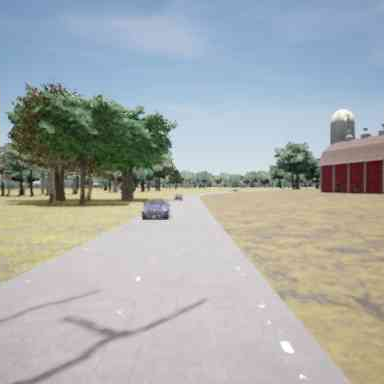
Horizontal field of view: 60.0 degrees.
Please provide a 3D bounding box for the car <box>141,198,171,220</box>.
[{"bbox_3d":[-2.854,1.288,27.350,2.097,1.767,4.553,0,0,0],"label":"car"}]

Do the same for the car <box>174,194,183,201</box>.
[{"bbox_3d":[-2.735,1.036,69.725,2.033,1.411,5.357,0,1,0],"label":"car"}]
